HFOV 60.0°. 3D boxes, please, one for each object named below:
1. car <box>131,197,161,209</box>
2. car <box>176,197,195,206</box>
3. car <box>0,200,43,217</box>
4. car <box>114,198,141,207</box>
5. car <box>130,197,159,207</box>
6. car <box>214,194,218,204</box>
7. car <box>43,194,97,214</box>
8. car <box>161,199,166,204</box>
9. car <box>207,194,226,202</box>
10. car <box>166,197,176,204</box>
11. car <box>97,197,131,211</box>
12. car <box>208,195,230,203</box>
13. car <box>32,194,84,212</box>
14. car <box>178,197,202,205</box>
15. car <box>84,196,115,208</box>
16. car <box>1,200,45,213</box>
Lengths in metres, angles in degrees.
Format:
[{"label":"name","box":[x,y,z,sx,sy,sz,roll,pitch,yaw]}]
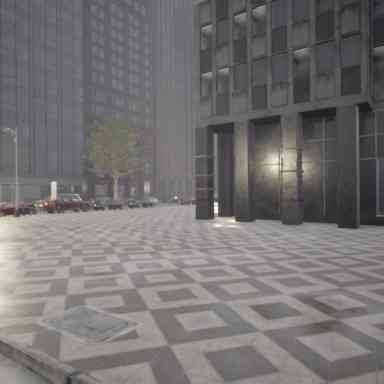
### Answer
[{"label":"car","box":[-6.523,1.508,43.836,1.947,1.339,4.313,-1,0,35]},{"label":"car","box":[-0.111,1.462,53.114,1.887,1.381,4.507,-1,0,35]},{"label":"car","box":[-16.141,1.576,29.921,1.802,1.307,4.206,-1,0,35]},{"label":"car","box":[-10.326,1.612,53.327,1.802,1.307,4.206,-1,0,35]},{"label":"car","box":[-7.461,1.521,52.577,1.812,1.442,4.674,-1,0,35]},{"label":"car","box":[3.093,1.222,57.754,2.192,1.841,5.009,-1,0,35]},{"label":"car","box":[-12.937,1.289,34.561,2.192,1.841,5.009,-1,0,35]},{"label":"car","box":[-7.217,1.544,57.826,1.752,1.417,4.829,-1,0,35]},{"label":"car","box":[5.705,1.296,76.524,2.192,1.841,5.009,-1,0,35]},{"label":"car","box":[-3.913,1.574,62.606,1.947,1.339,4.313,-1,0,35]},{"label":"car","box":[-9.729,1.524,39.199,1.947,1.339,4.313,-1,0,35]},{"label":"car","box":[5.368,1.416,65.565,2.128,1.511,4.902,-1,0,35]},{"label":"car","box":[-16.040,1.257,40.209,2.150,2.045,5.566,-1,0,35]},{"label":"car","box":[-0.305,1.505,57.345,1.994,1.385,4.181,-1,0,34]},{"label":"car","box":[-13.534,1.483,48.688,1.967,1.590,4.097,-1,0,35]},{"label":"car","box":[-19.945,1.641,39.410,1.947,1.339,4.313,-1,0,35]}]
